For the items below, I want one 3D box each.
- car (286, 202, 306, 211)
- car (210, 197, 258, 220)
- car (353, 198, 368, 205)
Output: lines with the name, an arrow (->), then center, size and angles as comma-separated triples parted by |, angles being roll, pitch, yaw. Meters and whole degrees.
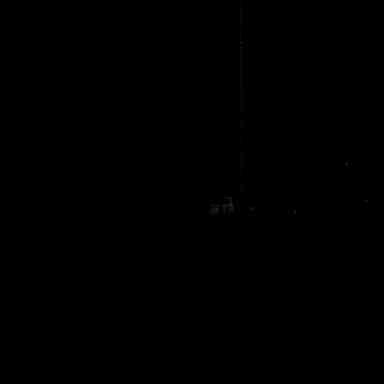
car -> 15.190, 2.093, 49.095 | 1.895, 1.301, 4.718 | -1, -1, 36
car -> 3.674, 1.456, 28.510 | 2.150, 2.045, 5.566 | -1, -1, 36
car -> 38.934, 2.153, 77.385 | 2.097, 1.767, 4.553 | -1, -1, 36
